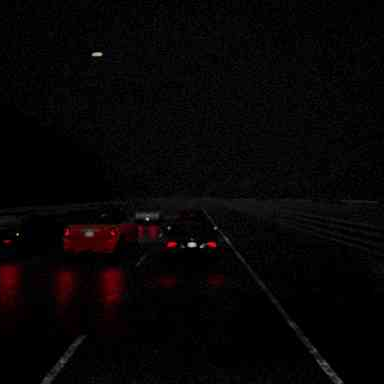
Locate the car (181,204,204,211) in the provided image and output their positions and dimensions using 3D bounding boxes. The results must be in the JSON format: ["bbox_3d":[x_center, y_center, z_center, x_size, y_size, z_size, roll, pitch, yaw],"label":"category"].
[{"bbox_3d":[0.027,1.755,29.267,1.882,1.535,5.008,0,0,1],"label":"car"}]

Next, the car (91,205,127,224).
[{"bbox_3d":[-6.979,1.834,28.436,1.994,1.385,4.181,0,0,0],"label":"car"}]

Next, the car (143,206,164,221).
[{"bbox_3d":[-3.483,1.869,28.283,1.895,1.301,4.718,0,-1,0],"label":"car"}]

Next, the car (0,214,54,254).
[{"bbox_3d":[-6.977,1.655,13.930,1.812,1.442,4.674,0,0,0],"label":"car"}]

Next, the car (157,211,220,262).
[{"bbox_3d":[0.009,1.664,12.548,2.033,1.411,5.357,0,-1,0],"label":"car"}]

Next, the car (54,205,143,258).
[{"bbox_3d":[-3.480,1.476,13.457,2.097,1.767,4.553,0,-1,0],"label":"car"}]
